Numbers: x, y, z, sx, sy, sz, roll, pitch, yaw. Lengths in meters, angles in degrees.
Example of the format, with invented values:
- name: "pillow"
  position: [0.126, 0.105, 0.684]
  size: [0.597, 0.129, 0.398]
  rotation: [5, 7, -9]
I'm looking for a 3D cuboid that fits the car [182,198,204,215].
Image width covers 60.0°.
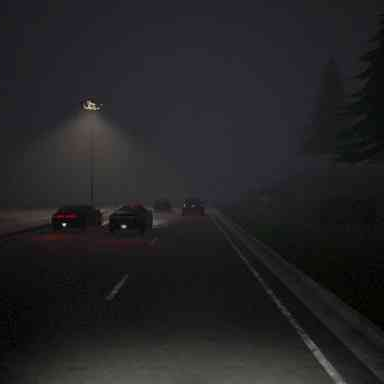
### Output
- name: "car"
  position: [0.096, 1.351, 33.348]
  size: [2.097, 1.767, 4.553]
  rotation: [0, 0, 0]

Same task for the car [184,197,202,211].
- name: "car"
  position: [0.194, 1.492, 42.862]
  size: [2.128, 1.511, 4.902]
  rotation: [0, 0, 2]

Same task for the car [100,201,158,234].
- name: "car"
  position: [-3.400, 1.491, 19.042]
  size: [2.128, 1.511, 4.902]
  rotation: [0, 0, 0]

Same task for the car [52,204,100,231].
- name: "car"
  position: [-6.899, 1.504, 20.395]
  size: [1.837, 1.490, 4.892]
  rotation: [0, 0, 0]

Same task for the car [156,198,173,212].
- name: "car"
  position: [-3.370, 1.478, 39.151]
  size: [1.882, 1.535, 5.008]
  rotation: [0, 0, 1]
